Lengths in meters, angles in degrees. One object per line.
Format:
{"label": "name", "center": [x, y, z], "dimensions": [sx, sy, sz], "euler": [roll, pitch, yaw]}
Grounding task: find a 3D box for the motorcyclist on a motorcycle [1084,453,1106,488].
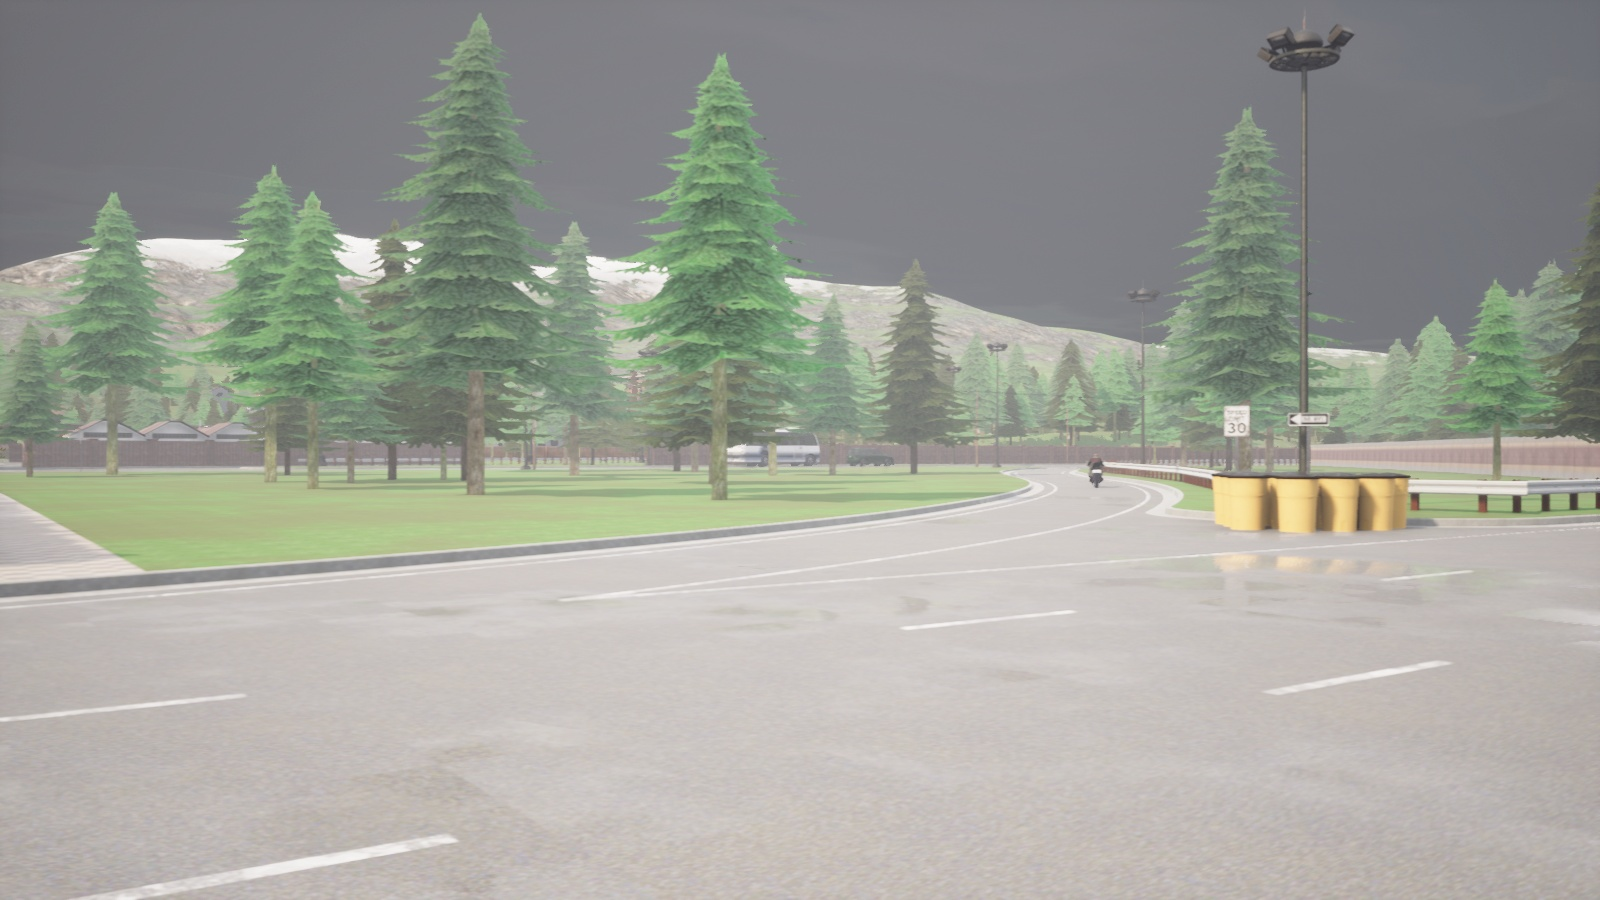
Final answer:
{"label": "motorcyclist on a motorcycle", "center": [13.034, 0.888, 55.529], "dimensions": [0.866, 1.530, 2.191], "euler": [0, 0, 11]}
